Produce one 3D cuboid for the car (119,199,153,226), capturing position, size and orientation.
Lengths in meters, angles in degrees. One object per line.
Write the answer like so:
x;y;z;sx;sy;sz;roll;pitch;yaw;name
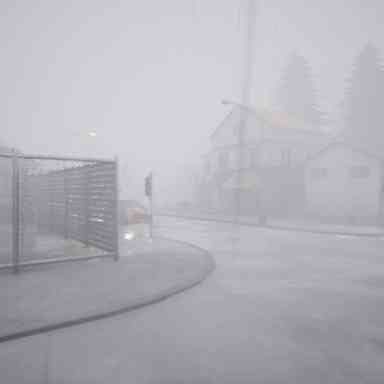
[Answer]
-4.574;1.339;23.662;2.097;1.767;4.553;0;0;-35;car
